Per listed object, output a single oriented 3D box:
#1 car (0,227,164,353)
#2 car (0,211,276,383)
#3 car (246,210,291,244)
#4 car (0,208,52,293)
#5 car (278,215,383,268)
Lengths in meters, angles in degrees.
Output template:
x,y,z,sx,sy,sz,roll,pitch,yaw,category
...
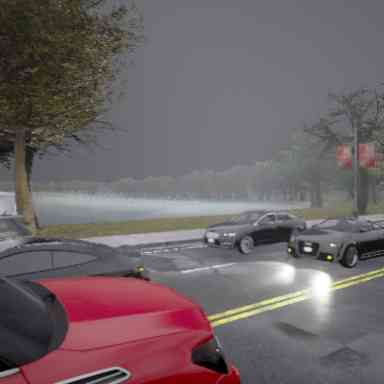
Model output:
x,y,z,sx,sy,sz,roll,pitch,yaw,category
-2.956,1.527,5.570,4.674,1.442,1.812,0,0,-35,car
-2.261,1.222,1.827,5.566,2.045,2.150,0,0,-36,car
2.693,1.508,13.575,4.902,1.511,2.128,0,0,-35,car
-5.816,1.351,7.519,4.553,1.767,2.097,0,0,-35,car
5.209,1.581,11.359,4.181,1.385,1.994,0,0,-34,car
